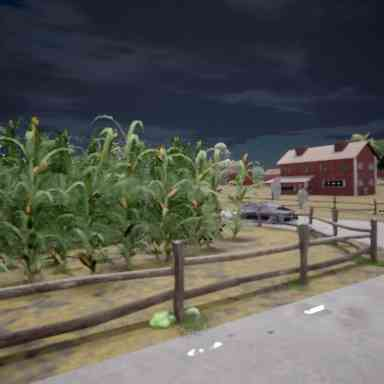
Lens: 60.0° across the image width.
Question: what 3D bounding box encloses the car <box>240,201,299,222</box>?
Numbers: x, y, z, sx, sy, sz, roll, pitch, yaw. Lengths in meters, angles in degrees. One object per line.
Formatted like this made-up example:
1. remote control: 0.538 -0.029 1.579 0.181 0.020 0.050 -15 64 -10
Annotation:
1. car: 5.280 1.376 23.139 1.994 1.385 4.181 -2 2 -38
